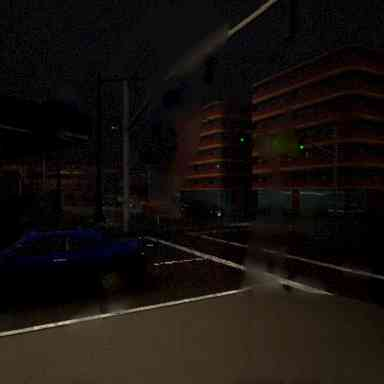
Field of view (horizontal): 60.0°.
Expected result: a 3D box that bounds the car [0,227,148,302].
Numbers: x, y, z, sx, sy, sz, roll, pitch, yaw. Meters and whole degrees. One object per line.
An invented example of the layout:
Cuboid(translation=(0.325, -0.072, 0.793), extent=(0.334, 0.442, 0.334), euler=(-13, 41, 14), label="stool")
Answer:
Cuboid(translation=(-3.274, 1.526, 7.211), extent=(4.674, 1.442, 1.812), euler=(0, 0, -29), label="car")

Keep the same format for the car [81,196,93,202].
Cuboid(translation=(-22.833, 1.595, 73.877), extent=(1.895, 1.301, 4.718), euler=(0, 0, -44), label="car")

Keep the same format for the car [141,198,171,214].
Cuboid(translation=(-3.988, 1.478, 36.323), extent=(1.882, 1.535, 5.008), euler=(0, 0, -30), label="car")

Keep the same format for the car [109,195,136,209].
Cuboid(translation=(-9.079, 1.492, 44.988), extent=(2.128, 1.511, 4.902), euler=(0, 0, -30), label="car")

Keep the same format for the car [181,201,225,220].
Cuboid(translation=(0.879, 1.491, 28.045), extent=(2.128, 1.511, 4.902), euler=(0, 0, -30), label="car")

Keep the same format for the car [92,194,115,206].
Cuboid(translation=(-14.188, 1.505, 53.759), extent=(1.837, 1.490, 4.892), euler=(0, 0, -30), label="car")
